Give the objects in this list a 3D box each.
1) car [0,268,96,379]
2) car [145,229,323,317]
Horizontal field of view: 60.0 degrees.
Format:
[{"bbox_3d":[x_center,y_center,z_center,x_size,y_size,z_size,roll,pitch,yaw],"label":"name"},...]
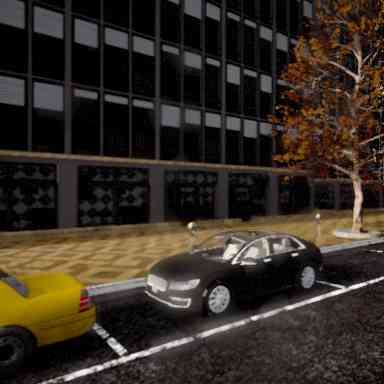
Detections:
[{"bbox_3d":[-3.669,1.527,3.939,4.829,1.417,1.752,0,0,-35],"label":"car"},{"bbox_3d":[1.106,1.543,7.343,4.403,1.369,2.008,0,0,-35],"label":"car"}]
